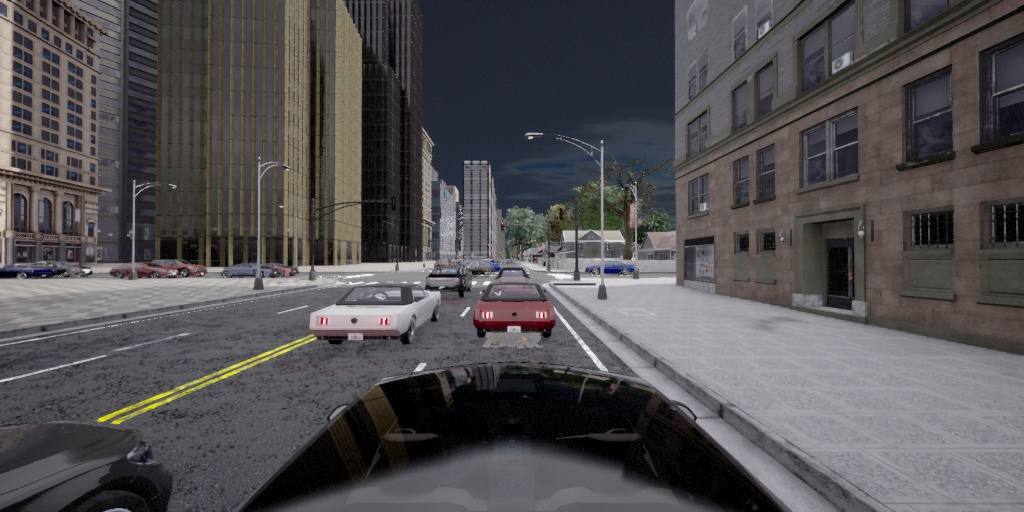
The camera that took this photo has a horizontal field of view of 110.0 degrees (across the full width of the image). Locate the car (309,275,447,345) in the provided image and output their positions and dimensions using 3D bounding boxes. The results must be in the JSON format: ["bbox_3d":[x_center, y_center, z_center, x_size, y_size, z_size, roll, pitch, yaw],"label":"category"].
[{"bbox_3d":[-3.181,1.352,9.502,1.895,1.301,4.718,0,0,0],"label":"car"}]

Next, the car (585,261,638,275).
[{"bbox_3d":[10.262,1.249,38.039,5.008,1.535,1.882,0,-1,0],"label":"car"}]

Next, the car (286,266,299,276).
[{"bbox_3d":[-22.831,1.304,34.265,4.181,1.385,1.994,0,-1,-3],"label":"car"}]

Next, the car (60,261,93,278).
[{"bbox_3d":[-41.628,1.228,32.823,4.902,1.511,2.128,0,-1,-6],"label":"car"}]

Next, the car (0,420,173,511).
[{"bbox_3d":[-3.142,1.276,0.361,1.812,1.442,4.674,0,0,0],"label":"car"}]

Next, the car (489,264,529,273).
[{"bbox_3d":[0.038,1.316,18.981,1.994,1.385,4.181,0,0,0],"label":"car"}]

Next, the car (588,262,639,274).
[{"bbox_3d":[11.621,1.352,41.285,5.357,1.411,2.033,0,-1,0],"label":"car"}]

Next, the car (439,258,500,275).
[{"bbox_3d":[-3.801,1.222,32.631,2.128,1.511,4.902,-1,-1,41],"label":"car"}]

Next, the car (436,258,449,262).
[{"bbox_3d":[-10.018,1.105,52.660,2.097,1.767,4.553,0,0,0],"label":"car"}]

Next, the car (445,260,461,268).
[{"bbox_3d":[-10.039,1.317,61.294,1.994,1.385,4.181,0,0,0],"label":"car"}]

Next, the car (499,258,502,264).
[{"bbox_3d":[-3.821,1.258,41.388,5.008,1.535,1.882,0,0,0],"label":"car"}]

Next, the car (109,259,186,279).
[{"bbox_3d":[-31.215,1.233,30.490,4.674,1.442,1.812,0,-1,-4],"label":"car"}]

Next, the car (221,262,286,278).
[{"bbox_3d":[-22.543,1.271,31.024,4.181,1.385,1.994,0,-1,-3],"label":"car"}]

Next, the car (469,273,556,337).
[{"bbox_3d":[0.052,1.350,10.224,1.895,1.301,4.718,0,0,0],"label":"car"}]

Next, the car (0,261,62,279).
[{"bbox_3d":[-41.156,1.305,29.614,4.718,1.301,1.895,0,-1,-6],"label":"car"}]

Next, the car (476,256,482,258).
[{"bbox_3d":[-6.777,1.258,64.627,1.837,1.490,4.892,0,0,0],"label":"car"}]

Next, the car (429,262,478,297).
[{"bbox_3d":[-3.209,1.243,18.756,2.128,1.511,4.902,0,0,0],"label":"car"}]

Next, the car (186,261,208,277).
[{"bbox_3d":[-31.515,1.092,33.724,4.553,1.767,2.097,0,-1,-5],"label":"car"}]
